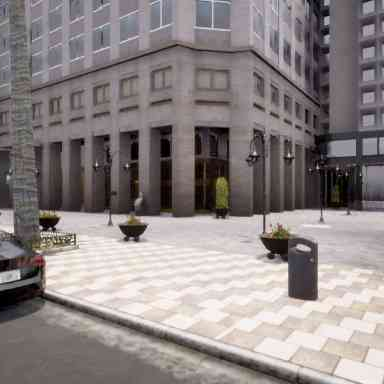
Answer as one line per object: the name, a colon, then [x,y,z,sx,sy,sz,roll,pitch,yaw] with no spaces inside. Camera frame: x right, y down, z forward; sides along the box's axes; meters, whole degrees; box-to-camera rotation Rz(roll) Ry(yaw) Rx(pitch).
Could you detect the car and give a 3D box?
car: [-5.085,1.513,7.118,4.786,1.482,2.161,0,0,35]
